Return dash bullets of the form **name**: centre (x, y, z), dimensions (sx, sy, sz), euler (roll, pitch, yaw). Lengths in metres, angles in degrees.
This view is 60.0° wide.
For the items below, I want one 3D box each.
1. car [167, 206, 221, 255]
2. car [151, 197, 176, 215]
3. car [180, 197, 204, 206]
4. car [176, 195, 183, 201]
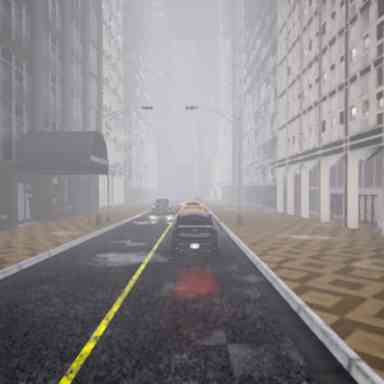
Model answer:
- **car**: centre (0.097, 1.525, 13.309), dimensions (1.837, 1.490, 4.892), euler (0, 0, 0)
- **car**: centre (-3.085, 1.418, 35.225), dimensions (2.097, 1.767, 4.553), euler (0, 0, 0)
- **car**: centre (0.103, 1.533, 30.045), dimensions (1.882, 1.535, 5.008), euler (0, 0, 0)
- **car**: centre (-2.981, 1.481, 77.651), dimensions (2.128, 1.511, 4.902), euler (0, 0, 0)
